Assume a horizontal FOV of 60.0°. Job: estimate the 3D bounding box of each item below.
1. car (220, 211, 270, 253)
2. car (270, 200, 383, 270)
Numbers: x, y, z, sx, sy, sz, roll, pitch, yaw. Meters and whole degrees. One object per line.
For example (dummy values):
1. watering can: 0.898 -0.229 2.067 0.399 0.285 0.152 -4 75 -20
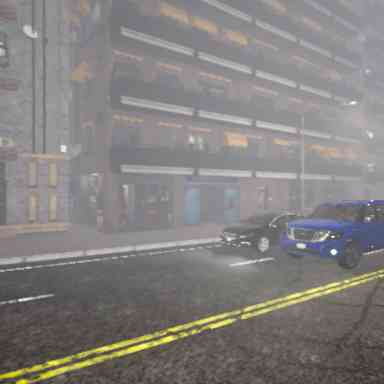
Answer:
1. car: 3.371 1.594 14.187 4.892 1.490 1.837 1 0 -36
2. car: 5.546 1.305 11.750 5.566 2.045 2.150 1 0 -36
